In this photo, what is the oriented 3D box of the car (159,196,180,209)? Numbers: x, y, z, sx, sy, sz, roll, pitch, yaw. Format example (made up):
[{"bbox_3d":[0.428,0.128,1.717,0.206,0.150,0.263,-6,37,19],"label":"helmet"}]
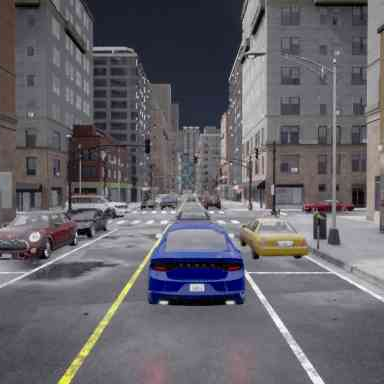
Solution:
[{"bbox_3d":[-3.167,1.584,45.331,2.033,1.411,5.357,0,0,0],"label":"car"}]

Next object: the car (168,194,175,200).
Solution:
[{"bbox_3d":[-5.828,1.513,94.857,1.967,1.590,4.097,-1,0,0],"label":"car"}]

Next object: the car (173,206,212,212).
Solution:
[{"bbox_3d":[0.073,1.605,17.498,1.895,1.301,4.718,0,0,0],"label":"car"}]

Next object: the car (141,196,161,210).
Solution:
[{"bbox_3d":[-5.748,1.601,44.585,1.947,1.339,4.313,-1,0,0],"label":"car"}]

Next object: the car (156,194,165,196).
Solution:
[{"bbox_3d":[-5.765,1.572,55.587,1.752,1.417,4.829,-1,0,0],"label":"car"}]

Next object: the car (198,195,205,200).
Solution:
[{"bbox_3d":[2.711,1.623,94.871,2.008,1.369,4.403,-1,0,0],"label":"car"}]

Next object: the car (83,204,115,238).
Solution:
[{"bbox_3d":[-5.705,1.571,17.712,1.947,1.339,4.313,-1,0,0],"label":"car"}]

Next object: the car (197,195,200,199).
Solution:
[{"bbox_3d":[2.745,1.372,66.942,2.192,1.841,5.009,-1,0,0],"label":"car"}]

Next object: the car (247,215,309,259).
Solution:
[{"bbox_3d":[2.828,1.527,12.400,1.752,1.417,4.829,-1,0,0],"label":"car"}]

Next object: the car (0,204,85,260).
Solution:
[{"bbox_3d":[-5.697,1.442,12.215,1.967,1.590,4.097,-1,0,0],"label":"car"}]

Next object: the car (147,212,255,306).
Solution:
[{"bbox_3d":[0.084,1.478,8.135,1.882,1.535,5.008,0,0,0],"label":"car"}]

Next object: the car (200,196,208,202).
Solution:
[{"bbox_3d":[2.733,1.590,78.284,1.752,1.417,4.829,-1,0,0],"label":"car"}]

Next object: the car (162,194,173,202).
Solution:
[{"bbox_3d":[-5.803,1.379,78.101,2.192,1.841,5.009,-1,0,0],"label":"car"}]

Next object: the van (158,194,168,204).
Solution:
[{"bbox_3d":[-5.785,1.398,66.929,1.690,1.788,3.998,-1,0,0],"label":"van"}]

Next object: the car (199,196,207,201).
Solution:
[{"bbox_3d":[2.726,1.633,83.699,1.947,1.339,4.313,-1,0,0],"label":"car"}]

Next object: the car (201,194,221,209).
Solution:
[{"bbox_3d":[2.775,1.350,44.598,2.192,1.841,5.009,-1,0,0],"label":"car"}]

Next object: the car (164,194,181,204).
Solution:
[{"bbox_3d":[-3.175,1.552,55.229,1.837,1.490,4.892,0,0,0],"label":"car"}]

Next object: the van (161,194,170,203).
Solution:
[{"bbox_3d":[-5.794,1.402,72.515,1.690,1.788,3.998,-1,0,0],"label":"van"}]

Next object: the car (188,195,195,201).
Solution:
[{"bbox_3d":[-0.134,1.537,84.480,1.895,1.301,4.718,0,0,0],"label":"car"}]

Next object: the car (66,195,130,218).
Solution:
[{"bbox_3d":[-8.189,1.307,28.694,5.566,2.045,2.150,-2,0,11],"label":"car"}]

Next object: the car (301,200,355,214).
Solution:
[{"bbox_3d":[13.307,1.458,32.857,4.718,1.301,1.895,-1,1,-1],"label":"car"}]

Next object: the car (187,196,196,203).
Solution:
[{"bbox_3d":[-0.117,1.579,74.028,2.128,1.511,4.902,0,0,0],"label":"car"}]
